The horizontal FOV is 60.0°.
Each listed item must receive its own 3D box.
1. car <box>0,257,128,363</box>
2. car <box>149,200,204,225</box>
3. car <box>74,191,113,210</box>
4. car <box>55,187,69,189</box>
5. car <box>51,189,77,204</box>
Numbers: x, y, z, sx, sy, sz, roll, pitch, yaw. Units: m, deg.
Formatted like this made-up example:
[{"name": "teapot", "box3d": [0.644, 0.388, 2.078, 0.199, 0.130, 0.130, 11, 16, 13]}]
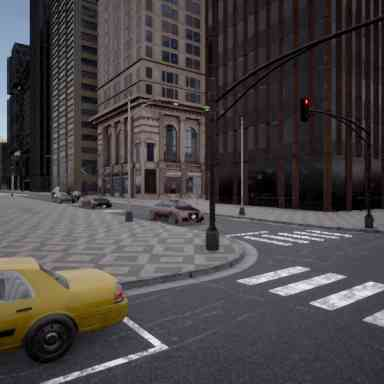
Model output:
[{"name": "car", "box3d": [-3.276, 1.525, 4.312, 4.829, 1.417, 1.752, 0, 0, -35]}, {"name": "car", "box3d": [-1.063, 1.233, 21.238, 1.994, 1.385, 4.181, 0, 1, -36]}, {"name": "car", "box3d": [-9.767, 0.929, 33.404, 2.033, 1.411, 5.357, 0, 1, -35]}, {"name": "car", "box3d": [-21.947, 0.133, 55.746, 2.150, 2.045, 5.566, 0, 1, -36]}, {"name": "car", "box3d": [-16.482, 0.670, 42.838, 1.837, 1.490, 4.892, 0, 1, -36]}]
